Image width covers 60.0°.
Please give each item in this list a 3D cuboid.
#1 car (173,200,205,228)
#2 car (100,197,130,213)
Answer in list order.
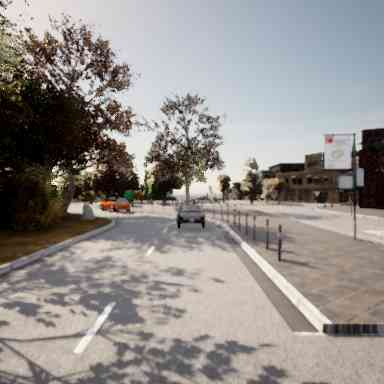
[{"bbox_3d":[-0.211,1.560,23.171,2.128,1.511,4.902,0,0,-5],"label":"car"},{"bbox_3d":[-9.065,1.419,39.057,2.097,1.767,4.553,0,0,-37],"label":"car"}]
